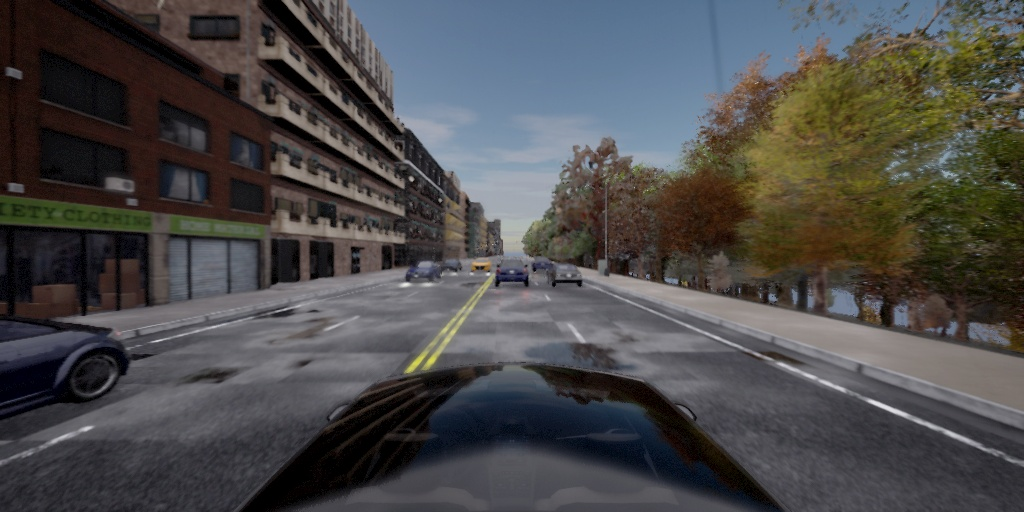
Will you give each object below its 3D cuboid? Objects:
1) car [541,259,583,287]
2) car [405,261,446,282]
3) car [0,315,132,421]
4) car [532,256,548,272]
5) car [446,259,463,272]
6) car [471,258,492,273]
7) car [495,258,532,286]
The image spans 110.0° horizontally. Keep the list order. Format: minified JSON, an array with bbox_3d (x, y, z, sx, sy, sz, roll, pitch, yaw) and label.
[{"bbox_3d":[3.251,1.138,22.968,2.033,1.411,5.357,0,0,0],"label":"car"},{"bbox_3d":[-6.518,1.089,26.828,1.812,1.442,4.674,0,0,0],"label":"car"},{"bbox_3d":[-6.598,1.302,3.482,1.994,1.385,4.181,0,0,0],"label":"car"},{"bbox_3d":[3.308,0.808,40.788,2.097,1.767,4.553,0,0,0],"label":"car"},{"bbox_3d":[-6.512,1.016,39.369,2.033,1.411,5.357,0,0,0],"label":"car"},{"bbox_3d":[-3.265,0.951,39.024,1.882,1.535,5.008,0,0,0],"label":"car"},{"bbox_3d":[0.006,0.939,23.496,2.097,1.767,4.553,0,0,0],"label":"car"}]
